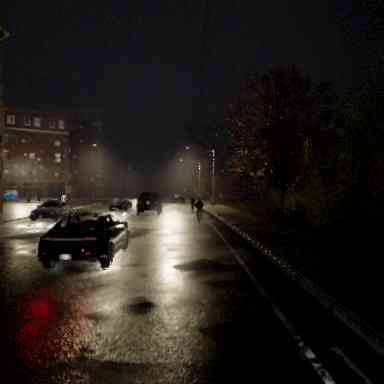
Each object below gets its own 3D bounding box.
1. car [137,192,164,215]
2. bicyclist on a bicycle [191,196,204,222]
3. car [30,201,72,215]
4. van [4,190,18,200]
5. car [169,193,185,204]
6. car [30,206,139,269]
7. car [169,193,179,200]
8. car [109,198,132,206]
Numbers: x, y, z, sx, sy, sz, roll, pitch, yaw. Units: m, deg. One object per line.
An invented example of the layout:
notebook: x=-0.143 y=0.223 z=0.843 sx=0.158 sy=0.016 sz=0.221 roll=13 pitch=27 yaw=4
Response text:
car: x=-3.921 y=1.027 z=31.405 sx=2.150 sy=2.045 sz=5.566 roll=0 pitch=0 yaw=-3
bicyclist on a bicycle: x=0.497 y=1.232 z=22.043 sx=0.659 sy=1.776 sz=1.843 roll=0 pitch=1 yaw=-2
car: x=-10.351 y=1.378 z=24.848 sx=1.812 sy=1.442 sz=4.674 roll=0 pitch=0 yaw=-2
van: x=-33.766 y=0.538 z=60.342 sx=3.998 sy=1.788 sz=1.690 roll=1 pitch=-1 yaw=-34
car: x=-2.239 y=1.135 z=55.746 sx=2.128 sy=1.511 sz=4.902 roll=0 pitch=0 yaw=-5
car: x=-3.272 y=1.425 z=10.909 sx=2.128 sy=1.511 sz=4.902 roll=0 pitch=0 yaw=-1
car: x=-4.019 y=0.999 z=73.746 sx=1.882 sy=1.535 sz=5.008 roll=0 pitch=0 yaw=-6
car: x=-7.581 y=1.329 z=35.665 sx=2.033 sy=1.411 sz=5.357 roll=0 pitch=0 yaw=-3
